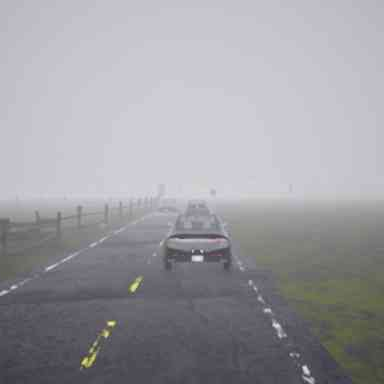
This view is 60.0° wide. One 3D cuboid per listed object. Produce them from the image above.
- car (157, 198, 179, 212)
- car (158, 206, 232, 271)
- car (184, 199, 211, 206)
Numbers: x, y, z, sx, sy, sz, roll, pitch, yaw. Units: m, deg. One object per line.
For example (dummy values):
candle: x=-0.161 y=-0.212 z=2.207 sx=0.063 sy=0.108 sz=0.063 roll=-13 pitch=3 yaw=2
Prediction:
car: x=-2.285 y=1.304 z=33.772 sx=2.033 sy=1.411 sz=5.357 roll=0 pitch=0 yaw=2
car: x=0.167 y=1.415 z=10.633 sx=2.128 sy=1.511 sz=4.902 roll=0 pitch=0 yaw=1
car: x=0.441 y=1.315 z=26.321 sx=1.837 sy=1.490 sz=4.892 roll=0 pitch=0 yaw=1
